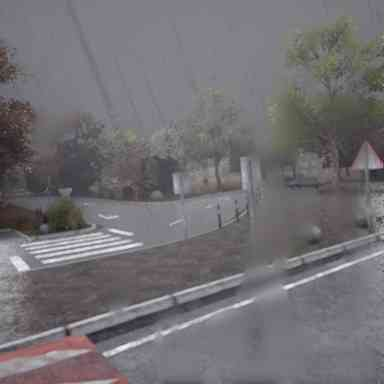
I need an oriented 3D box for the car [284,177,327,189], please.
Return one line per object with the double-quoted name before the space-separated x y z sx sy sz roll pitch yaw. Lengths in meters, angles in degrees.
"car" 14.823 -1.284 43.616 5.357 1.411 2.033 -3 4 10
